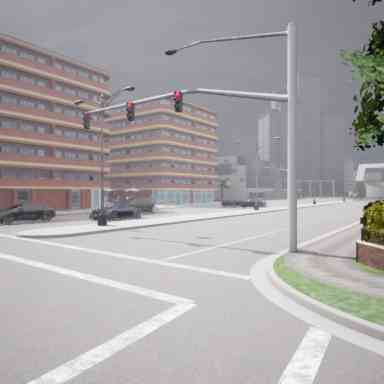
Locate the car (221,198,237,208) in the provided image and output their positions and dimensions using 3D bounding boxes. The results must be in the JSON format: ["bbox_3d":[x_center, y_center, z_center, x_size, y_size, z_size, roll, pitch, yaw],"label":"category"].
[{"bbox_3d":[6.189,1.601,49.298,1.895,1.301,4.718,0,0,36],"label":"car"}]

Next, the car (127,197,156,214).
[{"bbox_3d":[-5.692,1.352,33.033,2.097,1.767,4.553,0,0,36],"label":"car"}]

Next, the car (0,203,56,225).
[{"bbox_3d":[-12.219,1.526,24.096,1.812,1.442,4.674,0,0,36],"label":"car"}]

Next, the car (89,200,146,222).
[{"bbox_3d":[-6.054,1.564,26.589,1.994,1.385,4.181,0,0,36],"label":"car"}]

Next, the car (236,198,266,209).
[{"bbox_3d":[8.542,1.601,46.589,1.895,1.301,4.718,0,0,36],"label":"car"}]
